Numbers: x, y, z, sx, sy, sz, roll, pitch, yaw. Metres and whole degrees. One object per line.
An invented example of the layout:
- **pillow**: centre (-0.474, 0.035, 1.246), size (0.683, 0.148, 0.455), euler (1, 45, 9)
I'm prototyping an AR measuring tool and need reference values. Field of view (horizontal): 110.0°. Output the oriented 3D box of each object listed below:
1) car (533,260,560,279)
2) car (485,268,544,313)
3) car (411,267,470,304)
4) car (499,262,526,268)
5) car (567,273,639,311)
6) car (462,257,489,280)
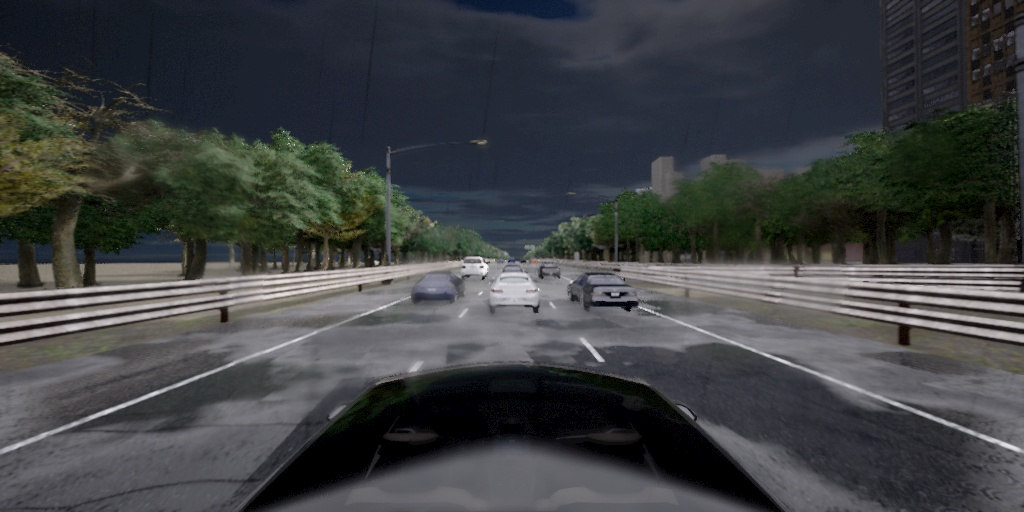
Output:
- **car**: centre (3.550, 1.416, 34.971), size (2.128, 1.511, 4.902), euler (0, 0, 0)
- **car**: centre (0.082, 1.373, 14.470), size (1.812, 1.442, 4.674), euler (0, -1, 0)
- **car**: centre (-3.428, 1.430, 17.320), size (1.994, 1.385, 4.181), euler (0, 0, 0)
- **car**: centre (0.058, 1.464, 29.892), size (2.033, 1.411, 5.357), euler (0, 0, 0)
- **car**: centre (3.577, 1.397, 14.948), size (2.033, 1.411, 5.357), euler (0, 0, 0)
- **car**: centre (-3.447, 1.145, 34.034), size (2.150, 2.045, 5.566), euler (0, 0, 0)
